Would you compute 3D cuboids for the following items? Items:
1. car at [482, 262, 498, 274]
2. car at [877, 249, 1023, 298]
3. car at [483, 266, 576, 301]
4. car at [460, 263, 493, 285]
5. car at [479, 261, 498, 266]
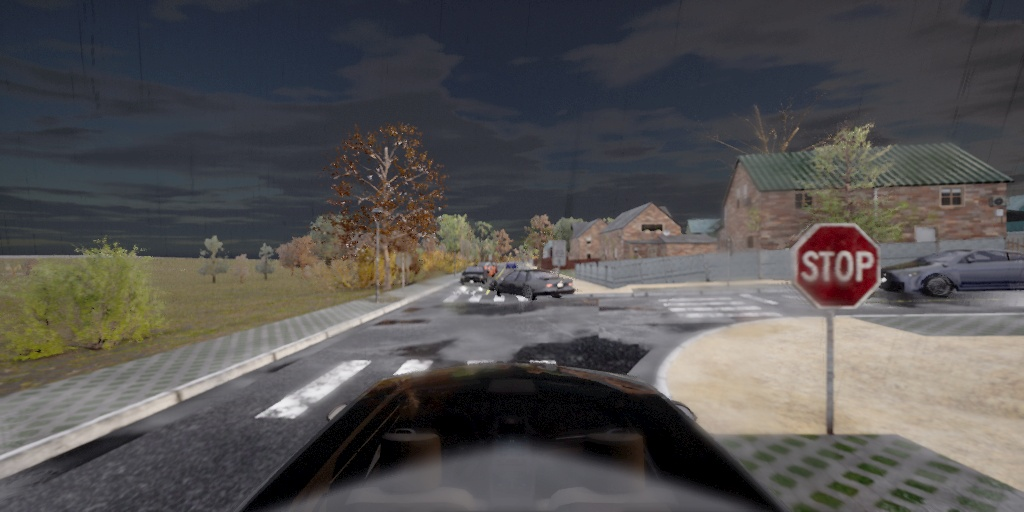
[{"bbox_3d":[-2.931,1.583,49.558,1.882,1.535,5.008,0,0,0],"label":"car"},{"bbox_3d":[14.140,0.492,11.275,4.181,1.385,1.994,-3,-1,16],"label":"car"},{"bbox_3d":[0.821,1.381,17.899,2.033,1.411,5.357,0,-1,-32],"label":"car"},{"bbox_3d":[-2.906,1.490,28.457,2.033,1.411,5.357,0,0,0],"label":"car"},{"bbox_3d":[-2.925,1.375,39.091,2.097,1.767,4.553,0,0,0],"label":"car"}]
